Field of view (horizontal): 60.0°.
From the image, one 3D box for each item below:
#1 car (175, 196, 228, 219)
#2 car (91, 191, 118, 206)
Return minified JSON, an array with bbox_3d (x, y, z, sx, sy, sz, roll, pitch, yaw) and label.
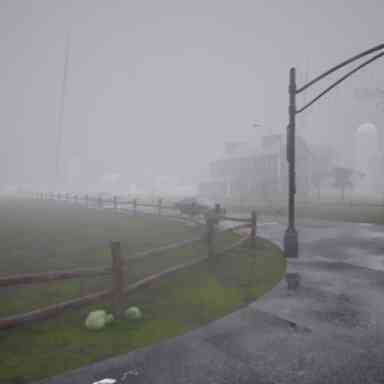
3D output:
[{"bbox_3d":[0.600,1.115,25.121,1.882,1.535,5.008,1,1,-35],"label":"car"},{"bbox_3d":[-10.849,0.729,41.287,2.097,1.767,4.553,1,0,-35],"label":"car"}]
